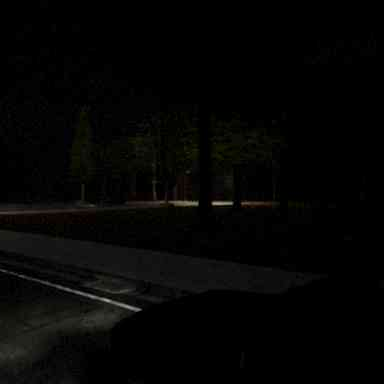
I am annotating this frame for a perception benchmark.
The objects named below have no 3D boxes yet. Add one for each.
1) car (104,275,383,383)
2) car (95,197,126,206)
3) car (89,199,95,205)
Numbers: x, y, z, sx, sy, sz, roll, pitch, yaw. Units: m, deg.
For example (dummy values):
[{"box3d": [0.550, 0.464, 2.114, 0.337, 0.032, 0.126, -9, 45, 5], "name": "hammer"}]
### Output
[{"box3d": [1.404, 1.476, 2.683, 5.008, 1.535, 1.882, 0, 0, 35], "name": "car"}, {"box3d": [-13.801, 1.590, 58.174, 2.128, 1.511, 4.902, 0, 0, 35], "name": "car"}, {"box3d": [-16.476, 1.652, 60.001, 1.994, 1.385, 4.181, 0, 0, 36], "name": "car"}]
